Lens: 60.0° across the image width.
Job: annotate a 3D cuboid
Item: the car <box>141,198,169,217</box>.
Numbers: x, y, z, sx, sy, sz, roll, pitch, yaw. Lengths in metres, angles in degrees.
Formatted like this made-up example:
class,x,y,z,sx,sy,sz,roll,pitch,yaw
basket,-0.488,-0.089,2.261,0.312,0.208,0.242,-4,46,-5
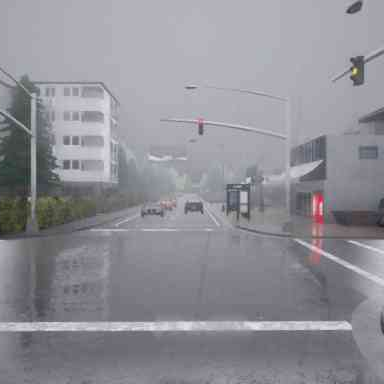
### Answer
class,x,y,z,sx,sy,sz,roll,pitch,yaw
car,-3.527,1.564,31.031,1.994,1.385,4.181,0,0,0

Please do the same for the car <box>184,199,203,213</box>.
class,x,y,z,sx,sy,sz,roll,pitch,yaw
car,0.200,1.477,36.816,1.882,1.535,5.008,0,0,0

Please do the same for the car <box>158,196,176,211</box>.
class,x,y,z,sx,sy,sz,roll,pitch,yaw
car,-3.497,1.352,40.733,2.097,1.767,4.553,0,0,0
